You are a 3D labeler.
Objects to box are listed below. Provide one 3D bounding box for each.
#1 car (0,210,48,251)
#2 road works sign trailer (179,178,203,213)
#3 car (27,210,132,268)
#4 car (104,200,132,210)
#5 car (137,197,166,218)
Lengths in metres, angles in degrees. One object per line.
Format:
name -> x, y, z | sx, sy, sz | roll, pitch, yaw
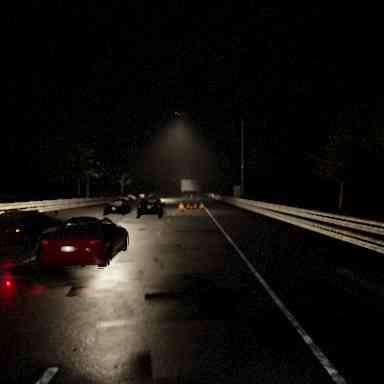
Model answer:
car -> -6.909, 1.476, 13.761 | 1.812, 1.442, 4.674 | 0, 0, 0
road works sign trailer -> -0.022, 0.338, 34.848 | 2.380, 3.560, 2.880 | 0, 0, 0
car -> -3.405, 1.523, 11.122 | 1.994, 1.385, 4.181 | 0, 0, 0
car -> -6.918, 1.450, 31.388 | 1.994, 1.385, 4.181 | 0, 0, 0
car -> -3.418, 1.248, 28.715 | 2.097, 1.767, 4.553 | 0, 0, 0
